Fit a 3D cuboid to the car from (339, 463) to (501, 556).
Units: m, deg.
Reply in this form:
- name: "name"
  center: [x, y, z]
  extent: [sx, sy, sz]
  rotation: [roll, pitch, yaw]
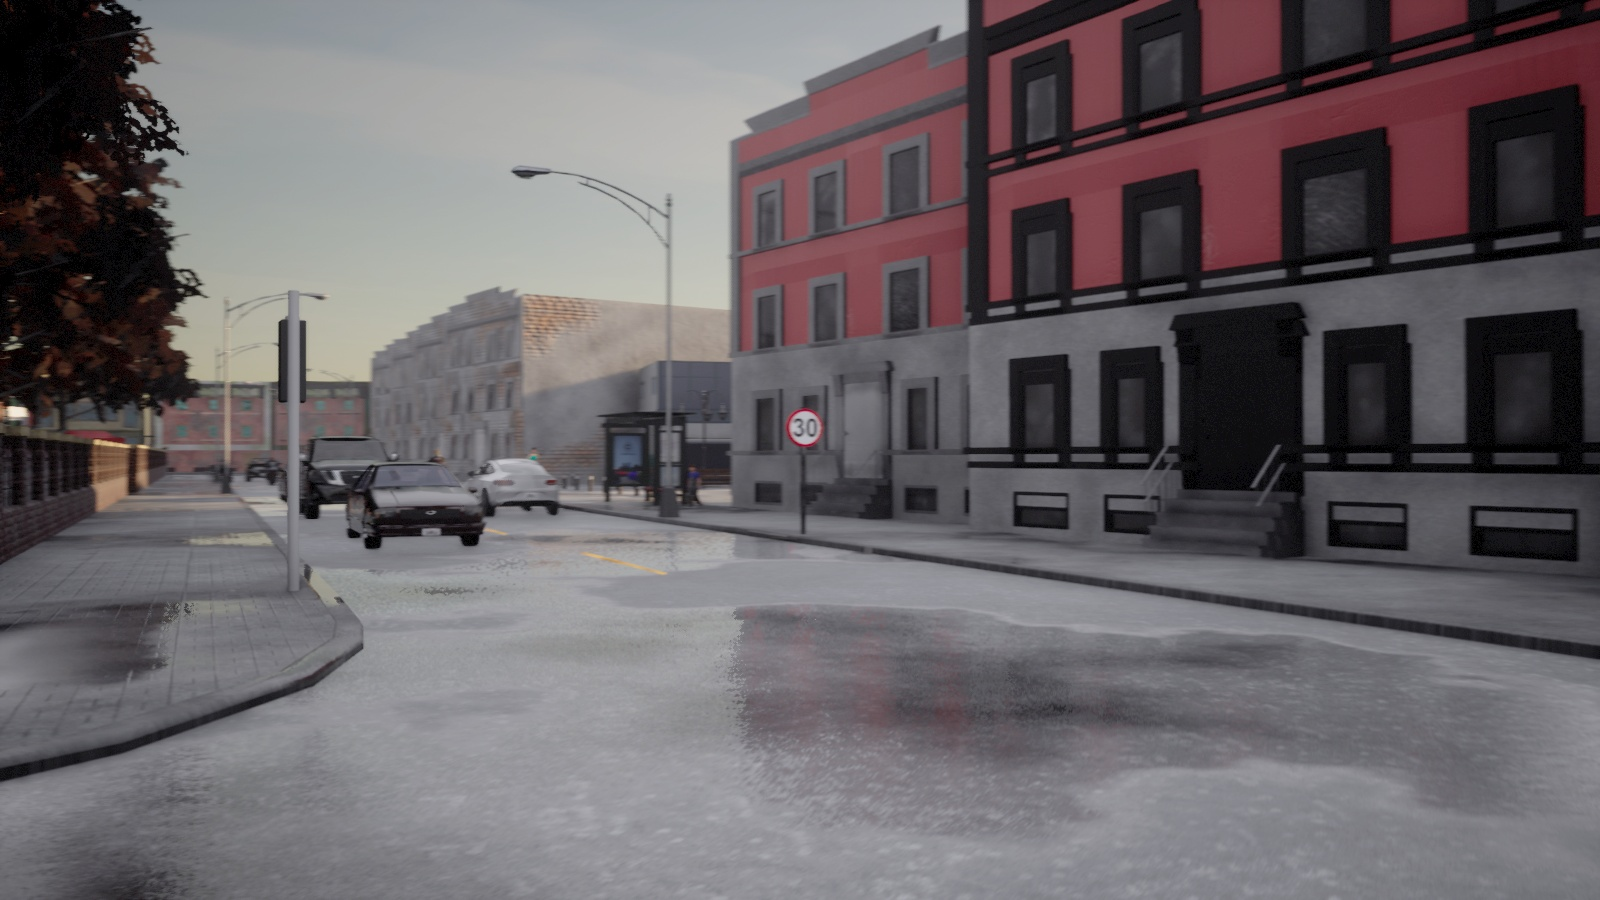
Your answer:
- name: "car"
  center: [-6.848, 0.945, 22.205]
  extent: [2.033, 1.411, 5.357]
  rotation: [0, 0, -25]

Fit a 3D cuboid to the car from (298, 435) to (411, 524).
- name: "car"
  center: [-11.399, 0.690, 31.884]
  extent: [2.150, 2.045, 5.566]
  rotation: [0, 0, -25]

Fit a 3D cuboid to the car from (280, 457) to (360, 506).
- name: "car"
  center: [-15.955, 0.999, 41.611]
  extent: [2.128, 1.511, 4.902]
  rotation: [0, 0, -25]

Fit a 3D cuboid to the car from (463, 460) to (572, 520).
- name: "car"
  center: [-7.499, 0.986, 32.997]
  extent: [1.812, 1.442, 4.674]
  rotation: [0, 0, -25]

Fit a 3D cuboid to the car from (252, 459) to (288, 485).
- name: "car"
  center: [-32.124, 1.316, 76.033]
  extent: [1.816, 1.474, 4.193]
  rotation: [0, 0, -25]

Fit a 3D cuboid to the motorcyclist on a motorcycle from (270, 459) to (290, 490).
- name: "motorcyclist on a motorcycle"
  center: [-26.932, 1.254, 64.992]
  extent: [0.866, 1.530, 2.191]
  rotation: [0, 0, -25]

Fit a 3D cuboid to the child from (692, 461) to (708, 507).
- name: "child"
  center: [-2.781, 0.939, 34.866]
  extent: [0.270, 1.263, 0.437]
  rotation: [0, 0, 25]
